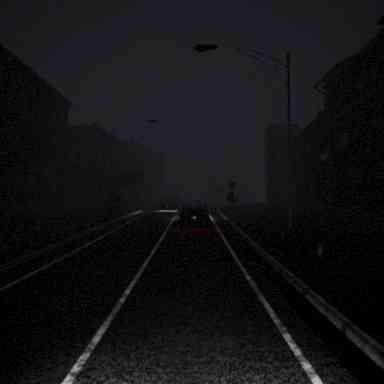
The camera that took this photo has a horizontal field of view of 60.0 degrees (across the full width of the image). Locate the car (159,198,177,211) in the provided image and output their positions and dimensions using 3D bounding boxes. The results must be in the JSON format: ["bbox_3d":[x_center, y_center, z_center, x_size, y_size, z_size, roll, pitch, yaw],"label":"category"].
[{"bbox_3d":[-2.592,1.416,38.586,1.994,1.385,4.181,0,0,3],"label":"car"}]

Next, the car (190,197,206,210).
[{"bbox_3d":[0.791,1.407,41.566,1.812,1.442,4.674,0,-1,4],"label":"car"}]

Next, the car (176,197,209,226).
[{"bbox_3d":[0.160,1.372,22.823,1.882,1.535,5.008,0,1,0],"label":"car"}]
